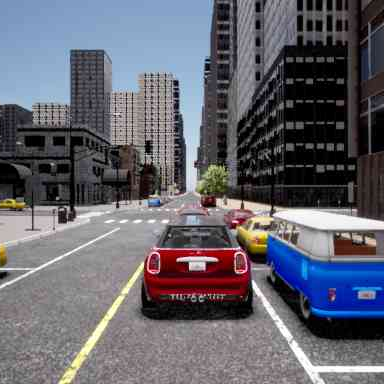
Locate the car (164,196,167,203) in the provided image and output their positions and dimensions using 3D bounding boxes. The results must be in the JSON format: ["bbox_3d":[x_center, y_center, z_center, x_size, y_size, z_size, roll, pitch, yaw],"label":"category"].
[{"bbox_3d":[-5.739,1.505,56.181,1.967,1.590,4.097,0,0,0],"label":"car"}]

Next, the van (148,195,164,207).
[{"bbox_3d":[-5.734,1.395,50.658,1.690,1.788,3.998,0,0,0],"label":"van"}]

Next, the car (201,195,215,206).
[{"bbox_3d":[2.641,1.380,56.191,2.192,1.841,5.009,0,0,0],"label":"car"}]

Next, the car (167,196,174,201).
[{"bbox_3d":[-5.765,1.673,89.155,1.752,1.417,4.829,0,0,0],"label":"car"}]

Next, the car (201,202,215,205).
[{"bbox_3d":[0.086,1.482,17.299,1.882,1.535,5.008,0,0,0],"label":"car"}]

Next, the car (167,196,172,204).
[{"bbox_3d":[-5.748,1.529,67.231,1.967,1.590,4.097,0,0,0],"label":"car"}]

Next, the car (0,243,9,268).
[{"bbox_3d":[-5.698,1.525,6.775,1.752,1.417,4.829,0,0,0],"label":"car"}]

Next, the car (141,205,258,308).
[{"bbox_3d":[0.093,1.352,8.093,2.097,1.767,4.553,0,0,0],"label":"car"}]

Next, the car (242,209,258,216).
[{"bbox_3d":[2.677,1.527,12.786,1.752,1.417,4.829,0,0,0],"label":"car"}]

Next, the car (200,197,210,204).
[{"bbox_3d":[2.633,1.655,67.239,1.947,1.339,4.313,0,0,0],"label":"car"}]

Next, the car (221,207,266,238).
[{"bbox_3d":[2.673,1.587,18.279,1.802,1.307,4.206,0,0,0],"label":"car"}]

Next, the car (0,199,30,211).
[{"bbox_3d":[-21.440,1.469,38.476,4.829,1.417,1.752,0,0,0],"label":"car"}]

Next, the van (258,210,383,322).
[{"bbox_3d":[2.682,1.341,6.952,1.690,1.788,3.998,0,0,0],"label":"van"}]

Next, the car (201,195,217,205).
[{"bbox_3d":[2.645,1.369,50.667,2.192,1.841,5.009,0,0,0],"label":"car"}]

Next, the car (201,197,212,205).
[{"bbox_3d":[2.637,1.621,61.715,1.887,1.381,4.507,0,0,0],"label":"car"}]
